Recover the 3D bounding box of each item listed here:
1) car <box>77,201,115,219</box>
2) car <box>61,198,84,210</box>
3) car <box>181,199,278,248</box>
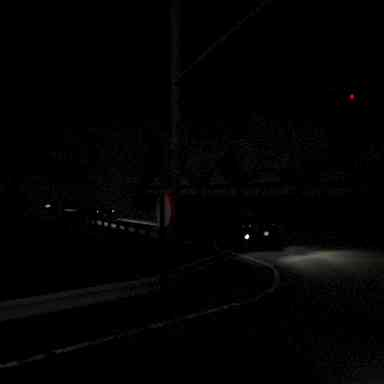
[{"bbox_3d":[-8.909,1.792,31.260,1.895,1.301,4.718,0,0,-35],"label":"car"},{"bbox_3d":[-16.842,1.685,47.423,1.837,1.490,4.892,-1,-1,7],"label":"car"},{"bbox_3d":[1.570,1.412,16.378,2.150,2.045,5.566,0,0,-35],"label":"car"}]
